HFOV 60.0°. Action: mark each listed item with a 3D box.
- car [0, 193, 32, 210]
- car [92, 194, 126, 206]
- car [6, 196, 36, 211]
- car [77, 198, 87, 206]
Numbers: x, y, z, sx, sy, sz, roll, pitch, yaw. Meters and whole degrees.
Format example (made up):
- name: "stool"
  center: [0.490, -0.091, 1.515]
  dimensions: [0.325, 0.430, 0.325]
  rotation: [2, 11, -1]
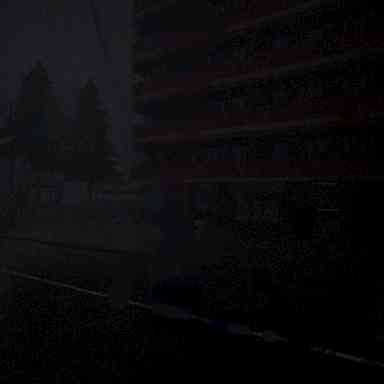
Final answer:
- name: "car"
  center: [-22.618, 1.166, 41.639]
  dimensions: [2.150, 2.045, 5.566]
  rotation: [0, 0, 34]
- name: "car"
  center: [-12.457, 1.165, 50.244]
  dimensions: [2.150, 2.045, 5.566]
  rotation: [0, 0, 38]
- name: "car"
  center: [-19.332, 1.545, 40.262]
  dimensions: [1.895, 1.301, 4.718]
  rotation: [0, 0, 34]
- name: "car"
  center: [-15.551, 1.470, 51.790]
  dimensions: [1.812, 1.442, 4.674]
  rotation: [0, 0, 37]
